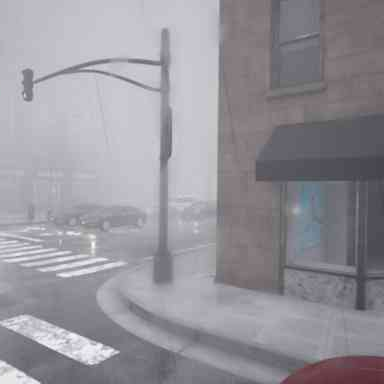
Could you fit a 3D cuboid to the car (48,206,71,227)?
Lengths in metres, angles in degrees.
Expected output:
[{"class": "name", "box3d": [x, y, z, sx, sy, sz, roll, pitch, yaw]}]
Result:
[{"class": "car", "box3d": [-7.631, 1.560, 23.420, 1.837, 1.490, 4.892, 1, 0, 35]}]

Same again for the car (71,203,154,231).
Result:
[{"class": "car", "box3d": [-4.979, 1.609, 21.541, 1.837, 1.490, 4.892, 1, 0, 35]}]

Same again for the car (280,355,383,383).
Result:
[{"class": "car", "box3d": [2.417, 1.546, 1.229, 4.507, 1.381, 1.887, 0, 1, 35]}]

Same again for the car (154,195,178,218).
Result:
[{"class": "car", "box3d": [-1.455, 1.368, 32.087, 2.150, 2.045, 5.566, 1, 0, 35]}]

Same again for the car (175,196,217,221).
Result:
[{"class": "car", "box3d": [0.923, 1.543, 29.822, 2.097, 1.767, 4.553, 1, 0, 36]}]
